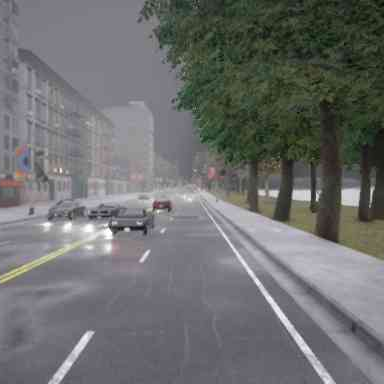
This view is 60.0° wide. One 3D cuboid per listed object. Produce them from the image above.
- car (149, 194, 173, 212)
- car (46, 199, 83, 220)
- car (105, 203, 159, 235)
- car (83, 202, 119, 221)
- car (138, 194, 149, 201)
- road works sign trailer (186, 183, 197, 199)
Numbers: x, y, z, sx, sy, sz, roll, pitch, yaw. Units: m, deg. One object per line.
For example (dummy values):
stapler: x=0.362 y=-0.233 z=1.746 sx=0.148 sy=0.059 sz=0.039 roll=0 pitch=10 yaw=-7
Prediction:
car: x=-3.154 y=1.293 z=36.395 sx=1.882 sy=1.535 sz=5.008 roll=0 pitch=0 yaw=0
car: x=-9.850 y=1.383 z=26.447 sx=1.837 sy=1.490 sz=4.892 roll=0 pitch=0 yaw=0
car: x=-3.152 y=1.529 z=18.409 sx=1.895 sy=1.301 sz=4.718 roll=0 pitch=0 yaw=0
car: x=-6.602 y=1.483 z=25.840 sx=1.895 sy=1.301 sz=4.718 roll=0 pitch=0 yaw=0
car: x=-9.759 y=1.050 z=67.496 sx=2.033 sy=1.411 sz=5.357 roll=0 pitch=1 yaw=0
road works sign trailer: x=-0.010 y=-0.239 z=76.260 sx=2.380 sy=3.560 sz=2.880 roll=0 pitch=1 yaw=0
